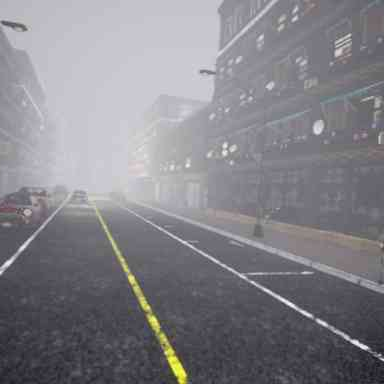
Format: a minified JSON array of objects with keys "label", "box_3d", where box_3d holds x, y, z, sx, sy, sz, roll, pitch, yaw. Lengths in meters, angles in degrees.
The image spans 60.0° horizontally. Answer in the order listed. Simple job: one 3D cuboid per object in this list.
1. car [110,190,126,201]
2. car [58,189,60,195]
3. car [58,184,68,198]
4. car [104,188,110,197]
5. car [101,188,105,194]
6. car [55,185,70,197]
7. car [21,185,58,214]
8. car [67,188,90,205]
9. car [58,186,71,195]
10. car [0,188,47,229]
[{"label":"car","box_3d":[-11.076,0.559,50.863,1.752,1.417,4.829,4,0,-18]},{"label":"car","box_3d":[-11.934,0.675,26.670,1.802,1.307,4.206,4,0,-18]},{"label":"car","box_3d":[-18.952,-0.154,48.080,2.192,1.841,5.009,4,0,-18]},{"label":"car","box_3d":[-14.543,0.301,61.407,1.887,1.381,4.507,4,0,-18]},{"label":"car","box_3d":[-21.581,-0.259,82.817,2.008,1.369,4.403,4,0,-18]},{"label":"car","box_3d":[-20.721,-0.171,53.432,1.967,1.590,4.097,4,0,-18]},{"label":"car","box_3d":[-10.155,0.549,21.316,2.192,1.841,5.009,4,0,-18]},{"label":"car","box_3d":[-12.426,0.518,36.779,1.837,1.490,4.892,4,0,-18]},{"label":"car","box_3d":[-22.487,-0.208,58.787,1.887,1.381,4.507,4,0,-18]},{"label":"car","box_3d":[-8.405,0.814,15.963,1.967,1.590,4.097,4,0,-18]}]
